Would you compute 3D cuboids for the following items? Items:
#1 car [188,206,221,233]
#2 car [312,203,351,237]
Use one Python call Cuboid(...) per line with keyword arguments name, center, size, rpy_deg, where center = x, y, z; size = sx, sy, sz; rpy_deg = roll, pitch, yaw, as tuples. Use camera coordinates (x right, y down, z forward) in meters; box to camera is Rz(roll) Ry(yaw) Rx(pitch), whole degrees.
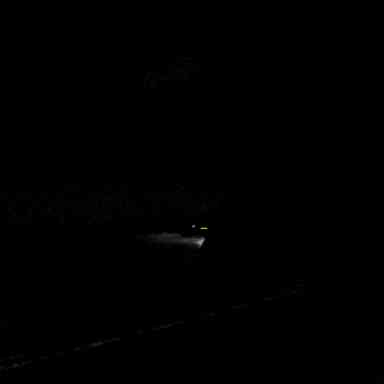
Cuboid(name="car", center=(2.066, 1.485, 18.186), size=(4.892, 1.490, 1.837), rpy_deg=(0, 0, -35))
Cuboid(name="car", center=(5.820, 1.344, 16.529), size=(4.553, 1.767, 2.097), rpy_deg=(0, 0, -35))
